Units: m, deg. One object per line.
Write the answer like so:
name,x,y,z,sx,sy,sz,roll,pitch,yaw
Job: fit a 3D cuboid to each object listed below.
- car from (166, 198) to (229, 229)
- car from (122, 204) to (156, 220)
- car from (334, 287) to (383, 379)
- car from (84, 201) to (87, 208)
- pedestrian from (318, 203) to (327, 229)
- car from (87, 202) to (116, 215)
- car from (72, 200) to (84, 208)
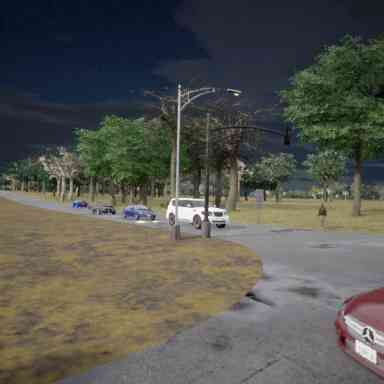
car,0.245,1.458,23.761,2.150,2.045,5.566,3,-2,-34
car,-5.194,1.882,31.929,1.812,1.442,4.674,3,-2,-34
car,4.195,1.534,4.329,4.674,1.442,1.812,0,-1,-15
car,-15.593,2.251,54.142,1.994,1.385,4.181,3,-2,-33
pedestrian,9.324,1.716,23.835,0.375,1.860,0.375,1,-1,-34
car,-10.764,2.012,40.262,1.994,1.385,4.181,3,-2,-34
car,-21.094,2.220,62.413,1.882,1.535,5.008,3,-2,-34
